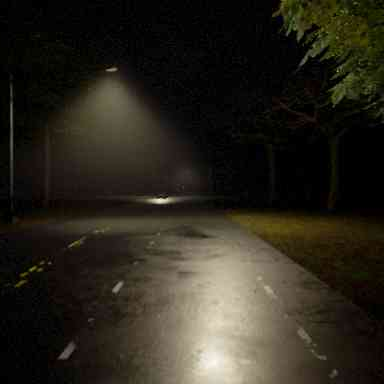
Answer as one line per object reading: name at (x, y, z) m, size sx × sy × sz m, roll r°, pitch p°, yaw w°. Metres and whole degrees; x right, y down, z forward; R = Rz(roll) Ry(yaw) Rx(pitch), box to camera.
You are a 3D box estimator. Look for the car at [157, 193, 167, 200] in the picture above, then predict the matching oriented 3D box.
car at (-6.995, 0.970, 78.231) m, size 1.882 × 1.535 × 5.008 m, roll 0°, pitch 1°, yaw 0°
